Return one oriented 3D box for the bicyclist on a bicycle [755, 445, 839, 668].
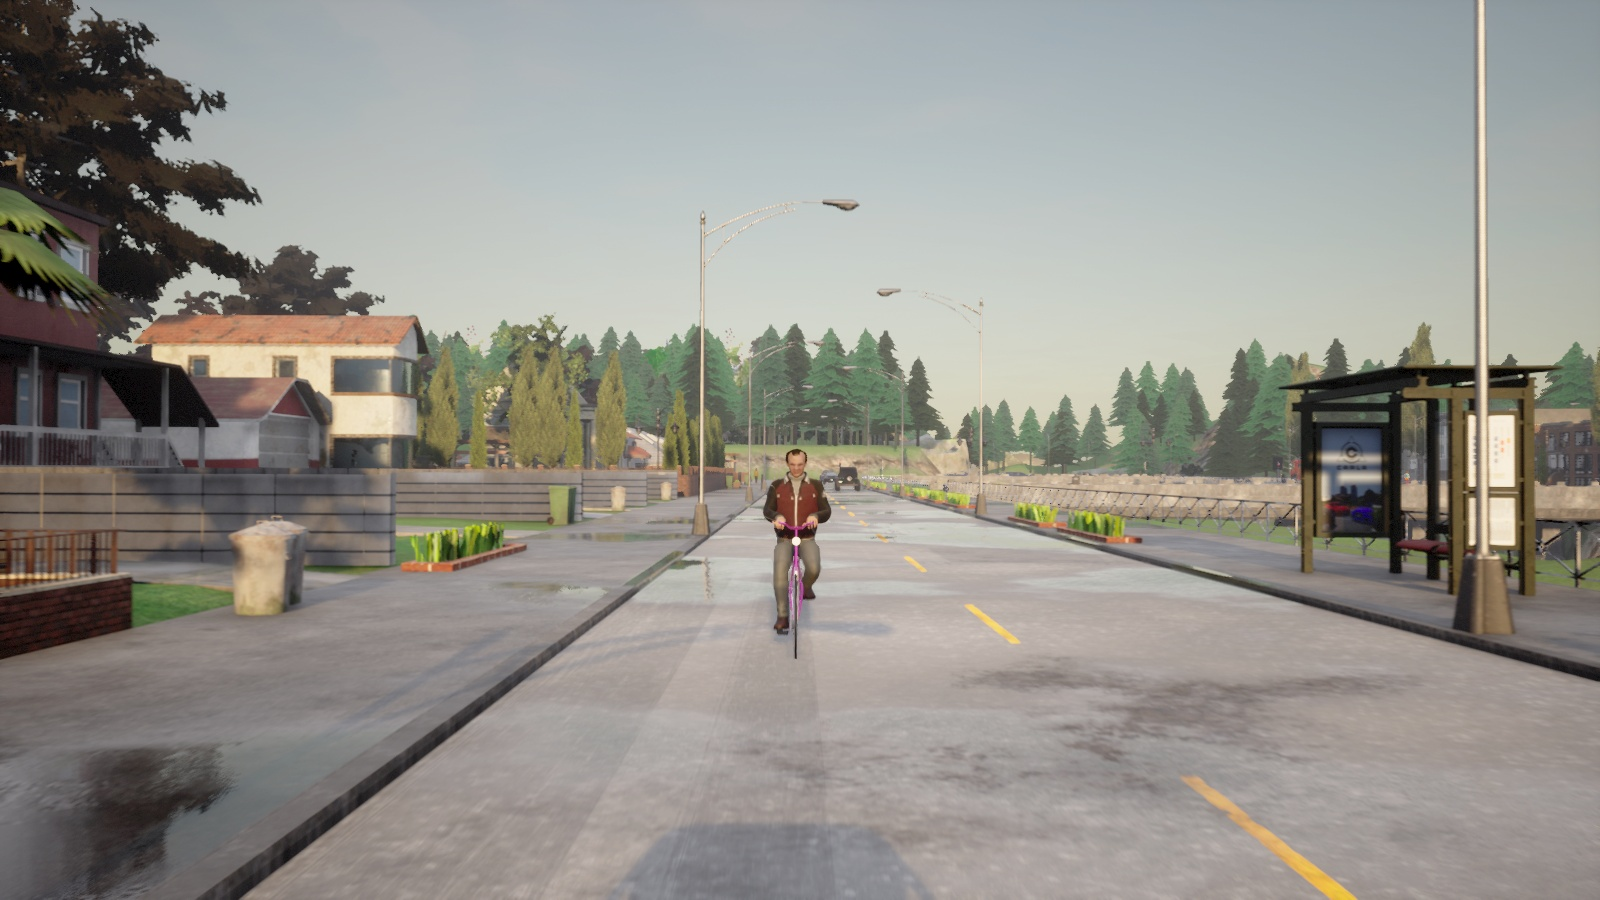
[{"bbox_3d":[-0.026,0.869,10.978,0.659,1.776,1.843,0,-1,0],"label":"bicyclist on a bicycle"}]
